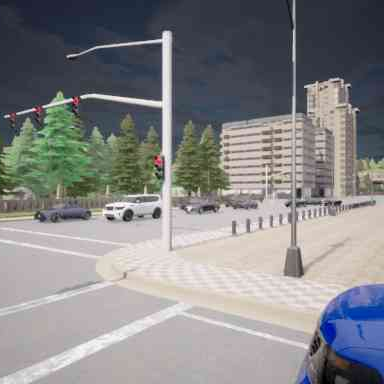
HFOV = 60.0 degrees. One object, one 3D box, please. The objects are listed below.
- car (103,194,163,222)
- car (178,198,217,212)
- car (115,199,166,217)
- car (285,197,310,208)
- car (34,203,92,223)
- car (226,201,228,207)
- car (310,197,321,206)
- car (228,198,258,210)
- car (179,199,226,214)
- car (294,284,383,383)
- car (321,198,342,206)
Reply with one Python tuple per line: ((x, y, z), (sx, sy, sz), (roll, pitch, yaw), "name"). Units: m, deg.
((-4.618, 1.220, 27.150), (2.150, 2.045, 5.566), (0, 0, 36), "car")
((0.734, 1.546, 40.671), (2.033, 1.411, 5.357), (0, 0, 36), "car")
((-4.945, 1.490, 32.716), (2.128, 1.511, 4.902), (0, 0, 35), "car")
((15.218, 1.600, 48.585), (1.895, 1.301, 4.718), (0, 0, 35), "car")
((-9.911, 1.563, 25.758), (1.994, 1.385, 4.181), (0, 0, 36), "car")
((6.562, 1.563, 48.777), (1.994, 1.385, 4.181), (0, 0, 36), "car")
((20.267, 1.563, 55.659), (1.994, 1.385, 4.181), (0, 0, 36), "car")
((6.978, 1.563, 43.368), (1.994, 1.385, 4.181), (0, 0, 36), "car")
((1.150, 1.491, 35.228), (2.128, 1.511, 4.902), (0, 0, 36), "car")
((3.376, 1.222, 1.557), (5.566, 2.045, 2.150), (0, 0, 36), "car")
((22.428, 1.600, 52.662), (1.895, 1.301, 4.718), (0, 0, 36), "car")
